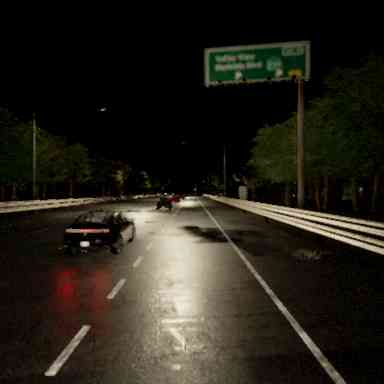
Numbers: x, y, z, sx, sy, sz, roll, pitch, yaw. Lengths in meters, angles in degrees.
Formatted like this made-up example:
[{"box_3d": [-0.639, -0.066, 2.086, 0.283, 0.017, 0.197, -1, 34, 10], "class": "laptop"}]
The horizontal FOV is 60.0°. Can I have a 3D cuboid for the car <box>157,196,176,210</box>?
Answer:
[{"box_3d": [-3.487, 1.513, 43.014, 1.837, 1.490, 4.892, 0, 0, 0], "class": "car"}]

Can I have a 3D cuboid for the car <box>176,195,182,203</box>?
[{"box_3d": [-3.473, 1.550, 68.157, 1.812, 1.442, 4.674, 0, 0, 0], "class": "car"}]

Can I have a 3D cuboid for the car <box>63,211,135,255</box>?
[{"box_3d": [-3.499, 1.493, 13.297, 2.128, 1.511, 4.902, 0, 0, 0], "class": "car"}]
